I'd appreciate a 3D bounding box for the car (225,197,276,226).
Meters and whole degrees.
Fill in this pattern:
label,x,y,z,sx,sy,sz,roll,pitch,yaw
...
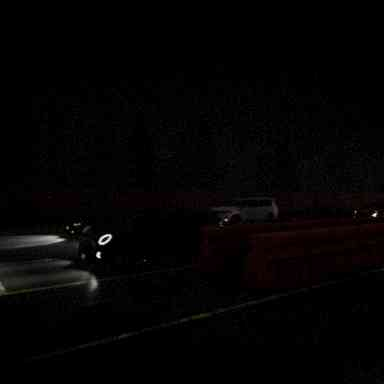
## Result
label,x,y,z,sx,sy,sz,roll,pitch,yaw
car,3.785,1.409,23.864,5.566,2.045,2.150,1,0,-35

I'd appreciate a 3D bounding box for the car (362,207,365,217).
label,x,y,z,sx,sy,sz,roll,pitch,yaw
car,15.571,1.673,27.947,4.553,1.767,2.097,1,0,-35

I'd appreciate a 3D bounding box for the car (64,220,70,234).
label,x,y,z,sx,sy,sz,roll,pitch,yaw
car,-4.613,1.636,17.885,4.181,1.385,1.994,1,0,-35

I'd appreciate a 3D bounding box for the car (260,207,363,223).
label,x,y,z,sx,sy,sz,roll,pitch,yaw
car,6.226,1.713,17.023,5.357,1.411,2.033,1,0,-35

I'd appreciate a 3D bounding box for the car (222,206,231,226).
label,x,y,z,sx,sy,sz,roll,pitch,yaw
car,-0.638,1.604,16.415,4.892,1.490,1.837,1,0,-35

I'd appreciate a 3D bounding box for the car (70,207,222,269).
label,x,y,z,sx,sy,sz,roll,pitch,yaw
car,-1.487,1.411,11.519,4.553,1.767,2.097,1,0,-35

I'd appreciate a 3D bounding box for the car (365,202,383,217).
label,x,y,z,sx,sy,sz,roll,pitch,yaw
car,14.220,1.627,22.711,4.553,1.767,2.097,1,0,-35

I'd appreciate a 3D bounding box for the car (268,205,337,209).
label,x,y,z,sx,sy,sz,roll,pitch,yaw
car,7.398,1.773,22.145,4.181,1.385,1.994,1,0,-36

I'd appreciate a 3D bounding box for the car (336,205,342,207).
label,x,y,z,sx,sy,sz,roll,pitch,yaw
car,12.318,1.852,29.933,5.357,1.411,2.033,1,0,-35
